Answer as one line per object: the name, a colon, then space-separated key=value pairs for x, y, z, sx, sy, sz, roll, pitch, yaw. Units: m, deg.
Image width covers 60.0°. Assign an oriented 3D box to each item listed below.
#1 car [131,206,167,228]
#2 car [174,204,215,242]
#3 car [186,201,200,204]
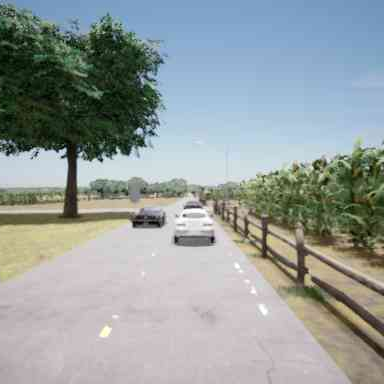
car: x=-2.820 y=1.633 z=22.471 sx=1.895 sy=1.301 sz=4.718 roll=0 pitch=0 yaw=0
car: x=0.099 y=1.529 z=16.238 sx=1.812 sy=1.442 sz=4.674 roll=0 pitch=0 yaw=0
car: x=0.090 y=1.612 z=32.674 sx=1.837 sy=1.490 sz=4.892 roll=0 pitch=-1 yaw=0
